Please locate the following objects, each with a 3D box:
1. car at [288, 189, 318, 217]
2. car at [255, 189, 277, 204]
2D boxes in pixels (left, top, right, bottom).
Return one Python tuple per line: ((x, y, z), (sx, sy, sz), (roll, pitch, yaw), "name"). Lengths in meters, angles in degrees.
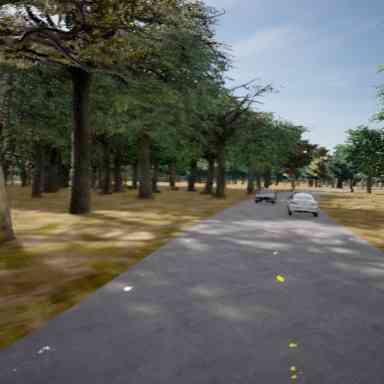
((7.667, 0.814, 23.139), (1.812, 1.442, 4.674), (3, 3, 15), "car")
((7.528, 0.392, 33.287), (2.033, 1.411, 5.357), (3, 3, 18), "car")
